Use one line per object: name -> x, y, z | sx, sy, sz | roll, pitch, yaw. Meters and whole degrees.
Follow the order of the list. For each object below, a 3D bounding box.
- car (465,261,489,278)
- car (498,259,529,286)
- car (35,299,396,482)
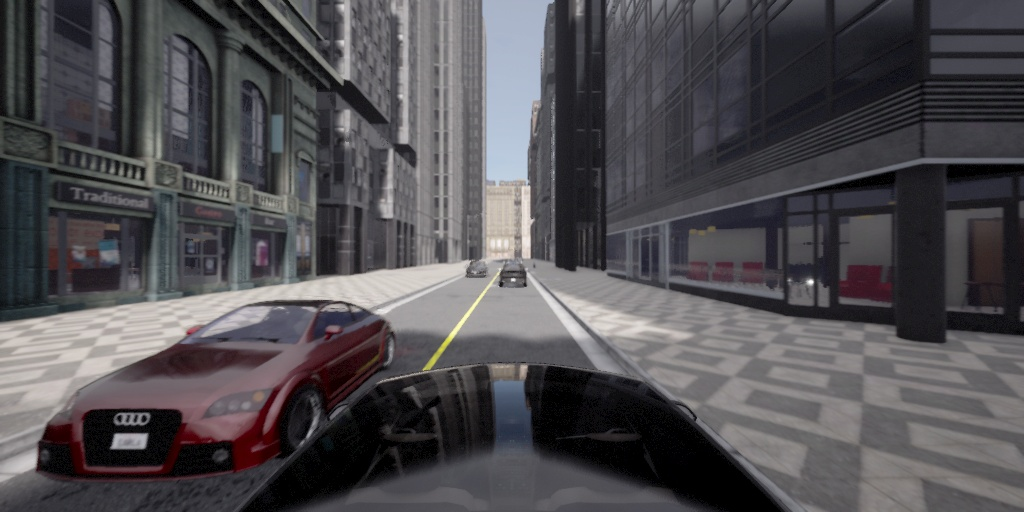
car -> -3.103, 1.178, 32.506 | 1.837, 1.490, 4.892 | 0, 0, 0
car -> 0.087, 1.211, 24.692 | 1.837, 1.490, 4.892 | 0, 1, 0
car -> -3.096, 1.311, 4.890 | 1.994, 1.385, 4.181 | 0, 0, 0
